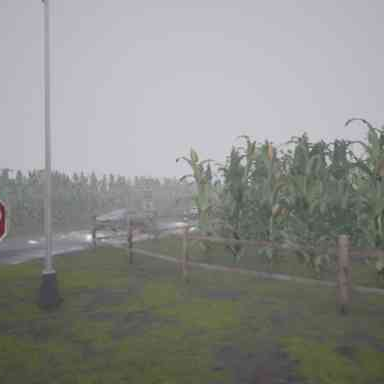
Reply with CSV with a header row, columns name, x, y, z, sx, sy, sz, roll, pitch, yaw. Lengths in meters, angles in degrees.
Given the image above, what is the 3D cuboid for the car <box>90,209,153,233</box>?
name,x,y,z,sx,sy,sz,roll,pitch,yaw
car,-4.513,1.784,21.664,1.994,1.385,4.181,-1,-1,37

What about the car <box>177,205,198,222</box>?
name,x,y,z,sx,sy,sz,roll,pitch,yaw
car,1.006,1.832,29.193,2.033,1.411,5.357,-1,-1,36
